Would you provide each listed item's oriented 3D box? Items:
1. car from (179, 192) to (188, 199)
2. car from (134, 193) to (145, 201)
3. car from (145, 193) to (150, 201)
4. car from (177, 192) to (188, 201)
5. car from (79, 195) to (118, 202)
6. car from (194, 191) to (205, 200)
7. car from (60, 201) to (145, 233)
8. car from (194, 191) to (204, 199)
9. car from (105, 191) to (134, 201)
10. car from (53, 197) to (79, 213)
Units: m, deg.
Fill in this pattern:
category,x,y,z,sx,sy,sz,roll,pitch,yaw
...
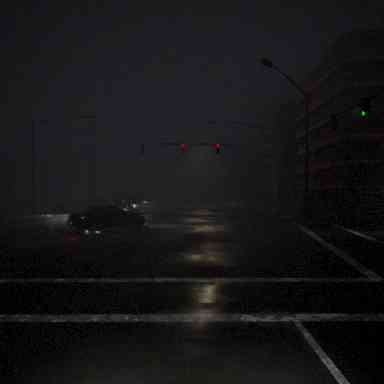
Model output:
category,x,y,z,sx,sy,sz,roll,pitch,yaw
car,-1.899,0.741,75.797,2.033,1.411,5.357,0,1,1
car,-9.282,1.132,52.953,2.033,1.411,5.357,0,1,1
car,-9.096,0.947,63.488,2.033,1.411,5.357,0,1,1
car,-1.936,0.917,65.146,2.033,1.411,5.357,0,1,1
car,-9.521,1.369,34.267,2.128,1.511,4.902,0,1,1
car,1.571,0.855,65.415,2.128,1.511,4.902,0,1,1
car,-4.968,1.490,19.646,1.812,1.442,4.674,1,1,44
car,1.601,0.555,75.805,2.097,1.767,4.553,0,1,1
car,-9.404,1.106,43.308,2.097,1.767,4.553,0,1,1
car,-13.009,1.346,35.333,1.882,1.535,5.008,0,1,1
